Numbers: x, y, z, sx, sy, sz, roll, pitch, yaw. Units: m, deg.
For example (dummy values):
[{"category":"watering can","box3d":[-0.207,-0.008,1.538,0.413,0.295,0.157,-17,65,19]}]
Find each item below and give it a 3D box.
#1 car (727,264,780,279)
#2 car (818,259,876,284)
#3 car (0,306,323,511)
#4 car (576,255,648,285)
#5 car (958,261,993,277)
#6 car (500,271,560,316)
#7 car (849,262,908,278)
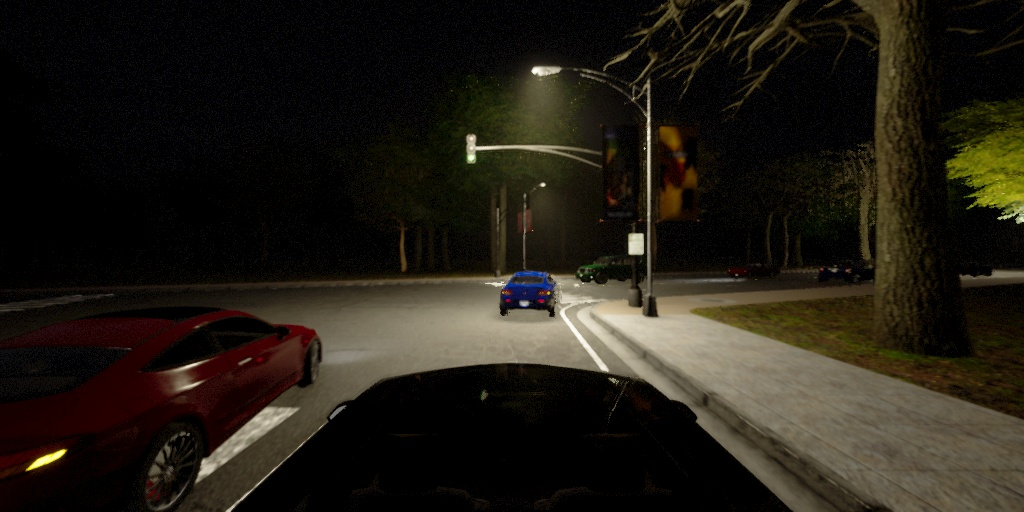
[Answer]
[{"category":"car","box3d":[21.727,1.353,32.267,4.718,1.301,1.895,0,0,-23]},{"category":"car","box3d":[24.868,1.080,26.331,4.553,1.767,2.097,0,0,-22]},{"category":"car","box3d":[-3.699,1.277,3.891,1.812,1.442,4.674,0,0,-9]},{"category":"car","box3d":[7.416,0.972,26.330,5.566,2.045,2.150,-1,0,-23]},{"category":"car","box3d":[43.500,1.204,34.130,5.008,1.535,1.882,0,0,-22]},{"category":"car","box3d":[0.759,1.270,13.289,1.812,1.442,4.674,0,0,9]},{"category":"car","box3d":[34.896,1.287,34.128,5.357,1.411,2.033,0,0,-23]}]
